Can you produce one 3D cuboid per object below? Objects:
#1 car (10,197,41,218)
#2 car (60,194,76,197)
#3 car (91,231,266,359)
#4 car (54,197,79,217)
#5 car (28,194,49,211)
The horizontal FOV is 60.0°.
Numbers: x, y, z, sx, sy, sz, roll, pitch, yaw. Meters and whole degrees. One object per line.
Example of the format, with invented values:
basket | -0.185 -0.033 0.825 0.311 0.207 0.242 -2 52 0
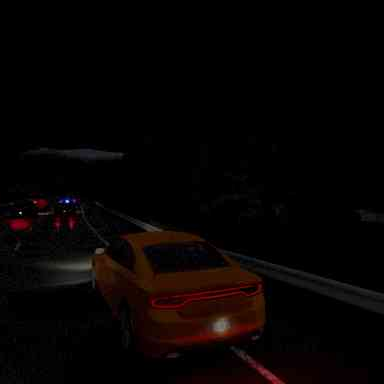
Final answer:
car | -15.157 1.505 30.132 1.837 1.490 4.892 0 0 -19
car | -15.417 1.221 41.419 2.150 2.045 5.566 0 0 -18
car | -0.677 1.478 6.302 1.882 1.535 5.008 0 0 -25
car | -11.984 1.492 31.525 2.128 1.511 4.902 0 0 -19
car | -18.581 1.221 40.022 2.150 2.045 5.566 0 0 -19
